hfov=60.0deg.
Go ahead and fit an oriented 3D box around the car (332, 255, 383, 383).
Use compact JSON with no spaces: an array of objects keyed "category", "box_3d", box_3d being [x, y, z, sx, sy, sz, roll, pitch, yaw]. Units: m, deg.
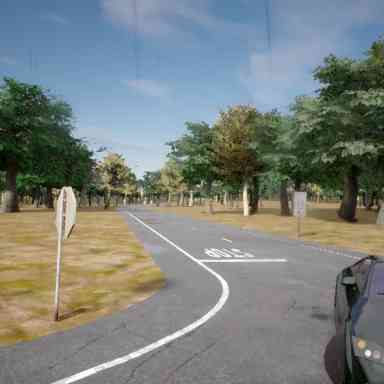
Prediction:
[{"category":"car","box_3d":[3.076,1.642,4.582,1.994,1.385,4.181,1,-1,22]}]
